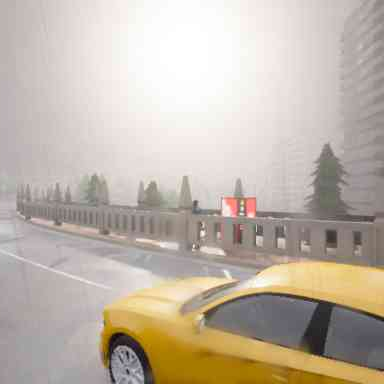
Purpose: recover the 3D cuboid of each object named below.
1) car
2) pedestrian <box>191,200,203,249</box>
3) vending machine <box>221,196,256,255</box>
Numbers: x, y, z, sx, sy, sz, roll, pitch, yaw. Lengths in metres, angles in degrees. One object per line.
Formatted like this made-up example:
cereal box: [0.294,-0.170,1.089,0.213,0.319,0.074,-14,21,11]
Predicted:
car: [1.163,1.478,3.270,5.008,1.535,1.882,0,0,37]
pedestrian: [0.147,1.141,12.066,0.375,1.860,0.375,0,0,41]
vending machine: [1.775,1.195,12.644,0.880,2.100,1.100,0,0,41]
